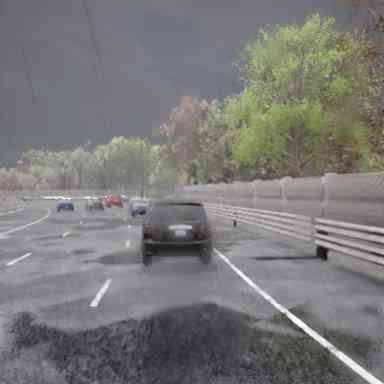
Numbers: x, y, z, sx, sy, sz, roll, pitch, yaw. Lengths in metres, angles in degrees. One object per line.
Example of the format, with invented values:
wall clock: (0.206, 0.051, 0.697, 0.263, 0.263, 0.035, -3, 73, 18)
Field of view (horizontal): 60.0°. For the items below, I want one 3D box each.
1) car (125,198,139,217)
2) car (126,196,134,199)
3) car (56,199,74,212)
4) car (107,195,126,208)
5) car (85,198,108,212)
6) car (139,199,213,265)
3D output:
car: (-5.180, 1.648, 32.617, 1.812, 1.442, 4.674, 0, 0, -17)
car: (-14.878, 1.666, 80.738, 2.097, 1.767, 4.553, 0, 0, 18)
car: (-16.107, 1.672, 42.229, 1.882, 1.535, 5.008, 0, 0, -25)
car: (-12.404, 1.434, 52.607, 2.150, 2.045, 5.566, 0, 0, -21)
car: (-12.593, 1.690, 42.971, 1.837, 1.490, 4.892, 0, 0, -25)
car: (-0.705, 1.249, 12.068, 2.150, 2.045, 5.566, 0, 0, -8)
